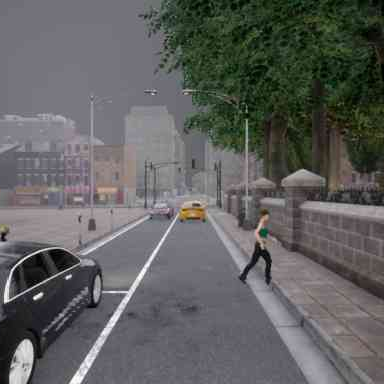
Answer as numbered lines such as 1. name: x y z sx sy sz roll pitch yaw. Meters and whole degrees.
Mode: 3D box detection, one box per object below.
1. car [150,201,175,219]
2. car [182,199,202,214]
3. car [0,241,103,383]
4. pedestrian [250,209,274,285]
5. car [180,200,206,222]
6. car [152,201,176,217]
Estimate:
1. car: -2.631 1.581 28.712 1.802 1.307 4.206 0 0 0
2. car: 0.012 1.546 36.799 2.033 1.411 5.357 0 0 0
3. car: -2.749 1.505 5.012 1.837 1.490 4.892 0 0 0
4. pedestrian: 1.680 1.294 7.955 0.375 1.860 0.375 0 0 0
5. car: 0.073 1.477 26.310 1.882 1.535 5.008 0 0 0
6. car: -2.630 1.565 32.375 1.947 1.339 4.313 0 0 0
